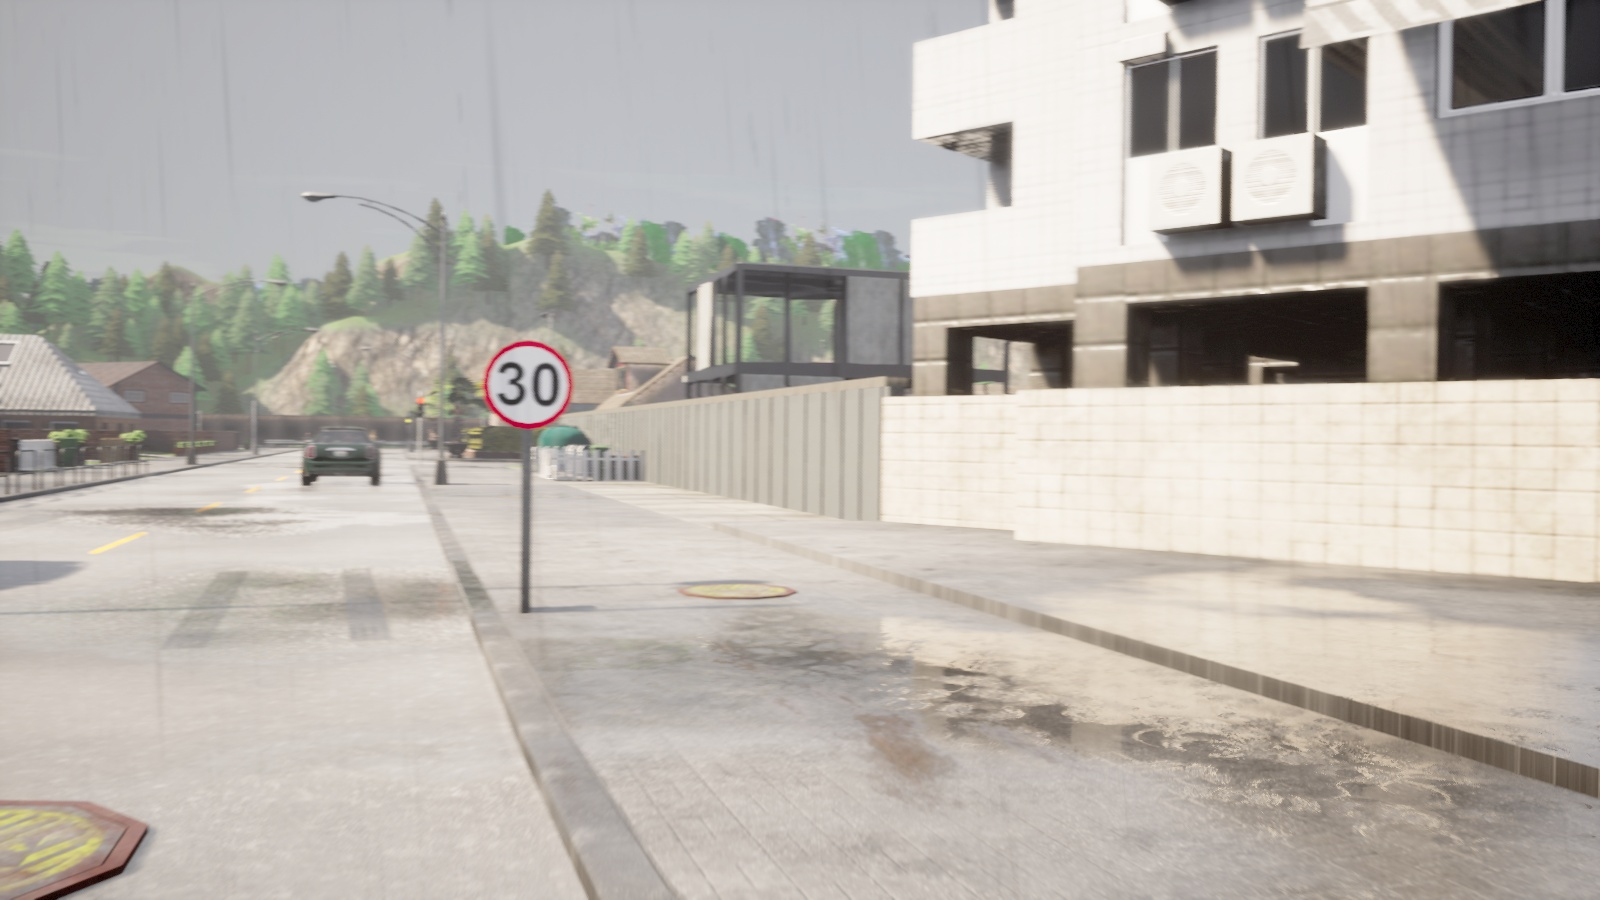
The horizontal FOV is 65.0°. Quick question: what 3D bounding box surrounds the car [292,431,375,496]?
[{"bbox_3d":[-13.449,0.344,36.419,2.097,1.767,4.553,0,1,-18],"label":"car"}]
